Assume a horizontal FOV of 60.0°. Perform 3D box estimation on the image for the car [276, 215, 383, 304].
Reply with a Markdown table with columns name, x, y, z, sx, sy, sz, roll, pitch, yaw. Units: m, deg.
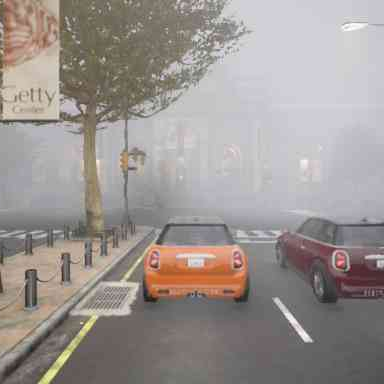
| name | x | y | z | sx | sy | sz | roll | pitch | yaw |
| --- | --- | --- | --- | --- | --- | --- | --- | --- | --- |
| car | 3.589 | 1.352 | 8.275 | 2.097 | 1.767 | 4.553 | 0 | 0 | 0 |

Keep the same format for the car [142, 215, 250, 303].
| name | x | y | z | sx | sy | sz | roll | pitch | yaw |
| --- | --- | --- | --- | --- | --- | --- | --- | --- | --- |
| car | 0.088 | 1.352 | 8.364 | 2.097 | 1.767 | 4.553 | 0 | 0 | 0 |
